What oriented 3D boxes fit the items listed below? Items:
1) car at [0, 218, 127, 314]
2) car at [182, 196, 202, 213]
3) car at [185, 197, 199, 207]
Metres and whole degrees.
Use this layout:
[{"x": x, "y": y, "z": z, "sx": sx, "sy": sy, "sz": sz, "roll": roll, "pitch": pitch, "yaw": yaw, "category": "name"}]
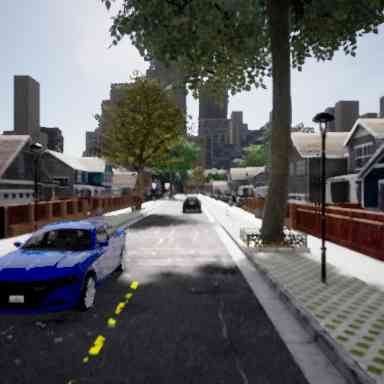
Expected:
[{"x": -2.844, "y": 1.456, "z": 7.894, "sx": 1.882, "sy": 1.535, "sz": 5.008, "roll": 0, "pitch": 0, "yaw": 0, "category": "car"}, {"x": 0.003, "y": 1.258, "z": 36.368, "sx": 2.097, "sy": 1.767, "sz": 4.553, "roll": 0, "pitch": 0, "yaw": 0, "category": "car"}, {"x": 0.026, "y": 1.478, "z": 48.201, "sx": 1.895, "sy": 1.301, "sz": 4.718, "roll": 0, "pitch": 0, "yaw": 1, "category": "car"}]
